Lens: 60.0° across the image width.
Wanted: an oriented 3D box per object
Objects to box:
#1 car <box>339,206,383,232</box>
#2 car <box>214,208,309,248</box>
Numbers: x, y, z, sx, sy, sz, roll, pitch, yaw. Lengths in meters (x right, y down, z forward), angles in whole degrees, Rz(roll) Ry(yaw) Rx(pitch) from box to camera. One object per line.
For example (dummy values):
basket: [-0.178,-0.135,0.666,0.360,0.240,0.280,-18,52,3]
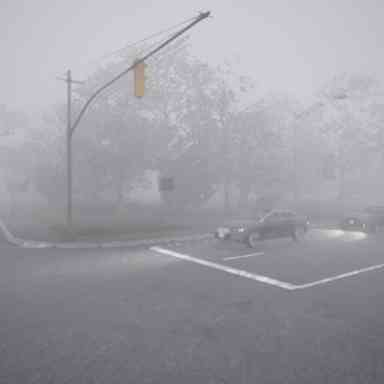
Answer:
car: [10.839,1.556,20.236,4.181,1.385,1.994,0,0,-34]
car: [3.192,1.487,14.852,4.902,1.511,2.128,0,0,-35]
